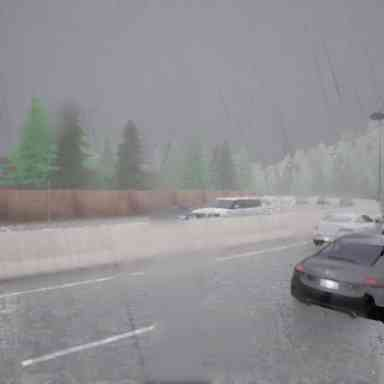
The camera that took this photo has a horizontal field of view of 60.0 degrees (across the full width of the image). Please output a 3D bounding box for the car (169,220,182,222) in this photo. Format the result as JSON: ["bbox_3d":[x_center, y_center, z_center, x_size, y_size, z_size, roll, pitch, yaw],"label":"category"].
[{"bbox_3d":[0.976,1.588,23.496,2.128,1.511,4.902,0,0,45],"label":"car"}]

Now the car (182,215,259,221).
[{"bbox_3d":[2.316,1.301,19.869,5.566,2.045,2.150,0,0,-44],"label":"car"}]

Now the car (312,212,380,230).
[{"bbox_3d":[6.850,1.573,14.370,4.674,1.442,1.812,0,0,-44],"label":"car"}]

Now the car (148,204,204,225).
[{"bbox_3d":[-1.183,1.675,26.290,1.994,1.385,4.181,0,0,44],"label":"car"}]

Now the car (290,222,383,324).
[{"bbox_3d":[3.967,1.587,7.093,4.181,1.385,1.994,0,0,-39],"label":"car"}]
